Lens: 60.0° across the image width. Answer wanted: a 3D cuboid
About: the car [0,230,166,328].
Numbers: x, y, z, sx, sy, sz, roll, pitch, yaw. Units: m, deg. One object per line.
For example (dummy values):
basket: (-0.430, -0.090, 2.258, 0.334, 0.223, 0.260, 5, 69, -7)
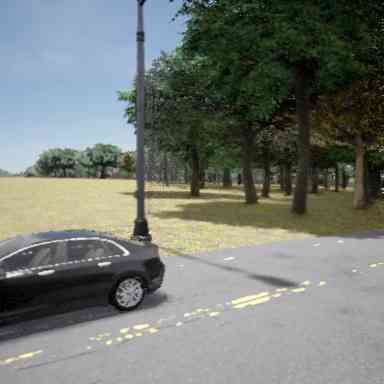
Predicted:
car: (-2.823, 1.521, 6.150, 4.892, 1.490, 1.837, 0, 0, -35)
